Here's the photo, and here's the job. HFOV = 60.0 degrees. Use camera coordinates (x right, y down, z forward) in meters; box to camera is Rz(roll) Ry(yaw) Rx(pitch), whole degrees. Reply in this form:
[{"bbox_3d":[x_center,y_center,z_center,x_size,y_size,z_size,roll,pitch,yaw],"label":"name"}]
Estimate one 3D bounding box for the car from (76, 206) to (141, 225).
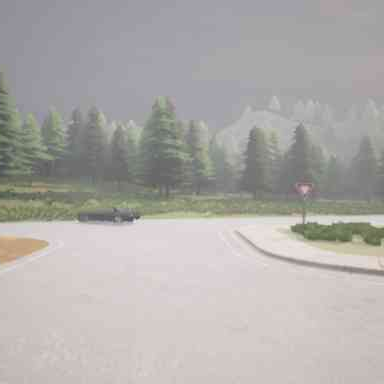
[{"bbox_3d":[-6.482,1.763,25.620,4.718,1.301,1.895,0,-1,16],"label":"car"}]
